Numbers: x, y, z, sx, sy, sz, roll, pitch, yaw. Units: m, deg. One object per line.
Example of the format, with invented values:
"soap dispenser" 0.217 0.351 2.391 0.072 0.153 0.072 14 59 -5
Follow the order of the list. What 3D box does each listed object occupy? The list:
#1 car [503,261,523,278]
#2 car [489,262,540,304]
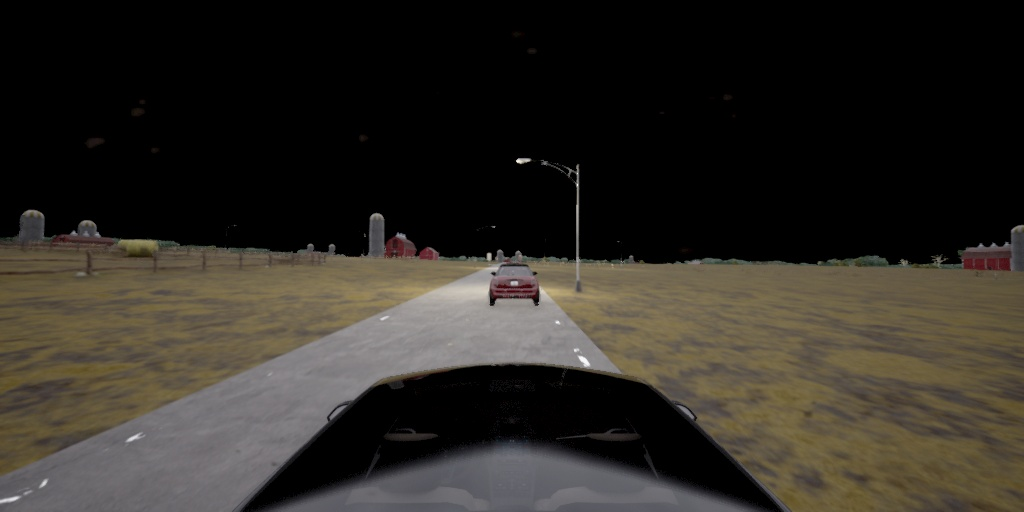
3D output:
"car" 0.092 1.324 36.927 1.882 1.535 5.008 0 0 0
"car" 0.096 1.122 16.504 2.097 1.767 4.553 0 0 0
